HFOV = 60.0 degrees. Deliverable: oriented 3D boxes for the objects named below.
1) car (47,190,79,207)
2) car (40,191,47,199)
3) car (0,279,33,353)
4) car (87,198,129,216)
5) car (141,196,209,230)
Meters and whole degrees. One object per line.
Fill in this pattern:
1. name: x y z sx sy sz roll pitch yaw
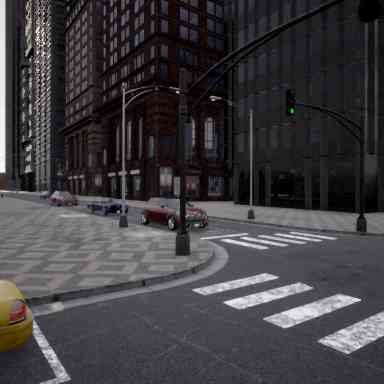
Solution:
1. car: -14.274 0.660 37.195 2.097 1.767 4.553 0 1 -36
2. car: -24.719 0.466 57.124 1.812 1.442 4.674 0 1 -35
3. car: -4.393 1.525 3.515 4.829 1.417 1.752 0 0 -35
4. car: -6.827 1.137 26.845 1.895 1.301 4.718 0 1 -36
5. car: -1.055 1.072 18.841 2.097 1.767 4.553 0 1 -36
